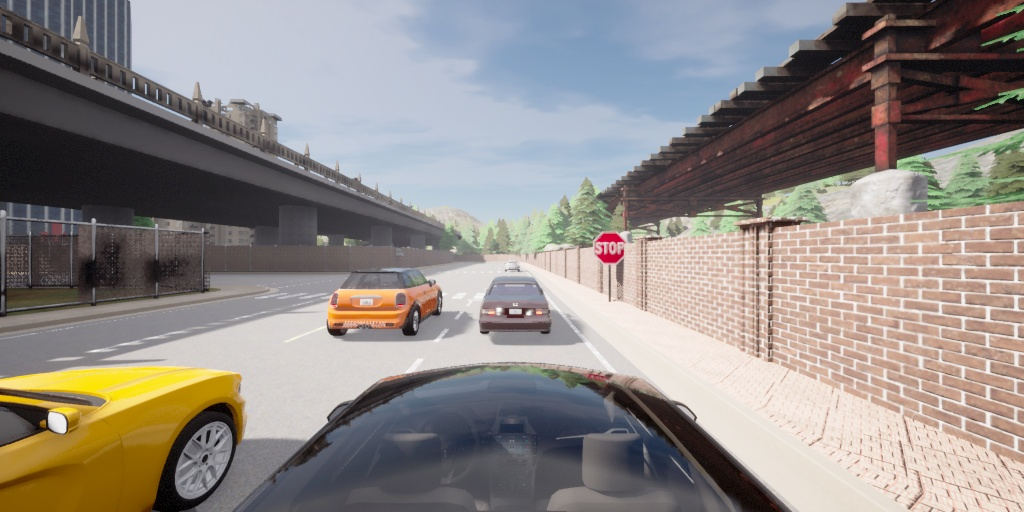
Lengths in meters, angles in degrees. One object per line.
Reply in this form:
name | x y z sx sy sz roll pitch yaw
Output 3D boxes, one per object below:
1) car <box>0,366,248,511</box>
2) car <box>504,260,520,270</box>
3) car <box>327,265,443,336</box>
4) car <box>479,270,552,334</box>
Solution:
car | -3.398 1.228 1.300 1.882 1.535 5.008 0 0 0
car | 0.054 1.276 46.363 1.812 1.442 4.674 0 0 -1
car | -3.426 1.102 10.557 2.097 1.767 4.553 0 0 0
car | 0.075 1.297 10.581 2.033 1.411 5.357 0 0 0
